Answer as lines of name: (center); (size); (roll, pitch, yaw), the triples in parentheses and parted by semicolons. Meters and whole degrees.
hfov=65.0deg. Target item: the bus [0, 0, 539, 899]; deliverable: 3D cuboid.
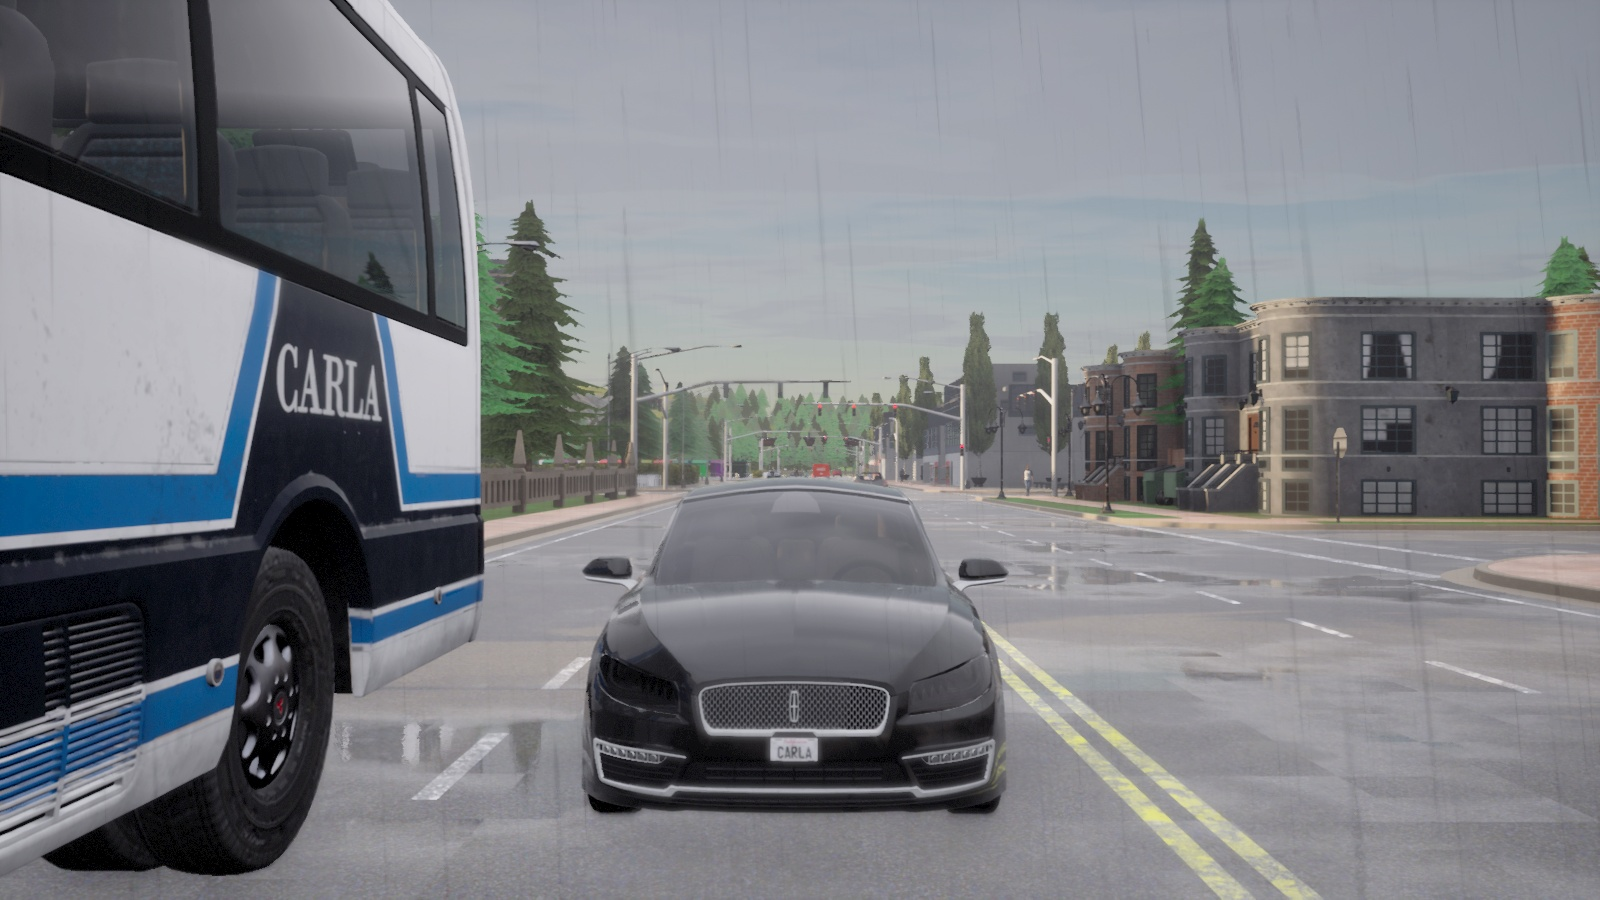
bus: (-3.511, -0.511, 2.336); (3.944, 4.253, 10.273); (0, -1, 0)

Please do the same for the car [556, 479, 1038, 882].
car: (-0.018, 0.936, 7.244); (1.837, 1.490, 4.892); (0, -1, 0)

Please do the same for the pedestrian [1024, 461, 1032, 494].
pedestrian: (12.770, 1.557, 70.303); (0.354, 1.836, 0.706); (0, -1, 2)

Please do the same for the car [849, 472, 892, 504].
car: (3.353, 1.793, 60.531); (1.845, 1.501, 3.633); (0, -1, 0)
